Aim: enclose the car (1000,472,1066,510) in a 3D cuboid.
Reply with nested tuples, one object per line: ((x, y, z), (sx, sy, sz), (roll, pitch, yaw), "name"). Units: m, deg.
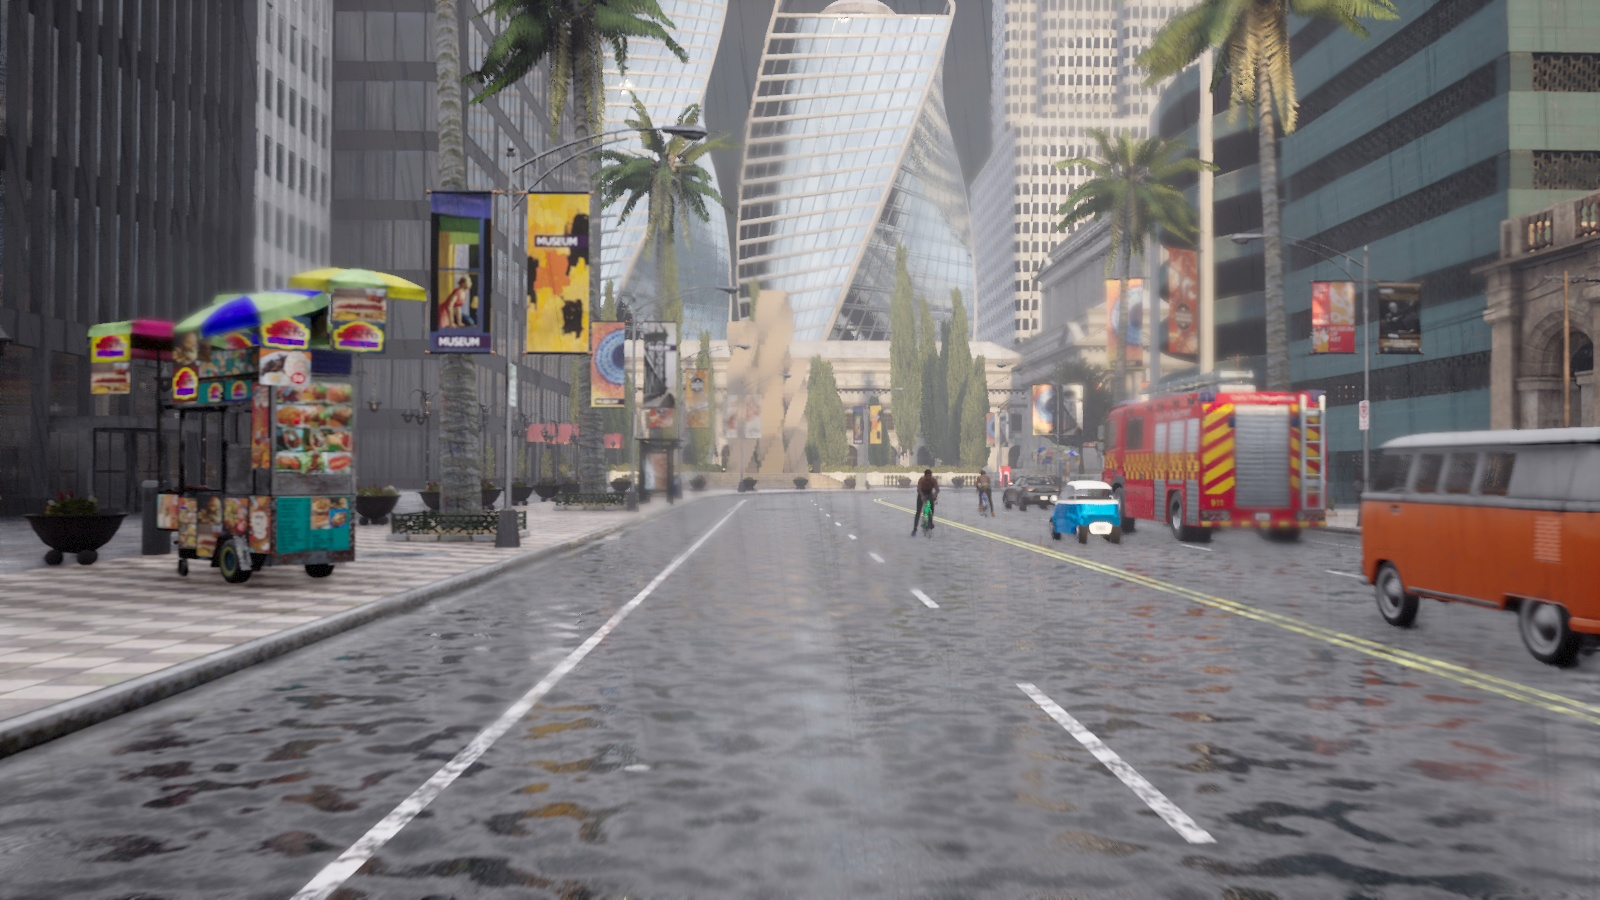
((9.677, 1.678, 52.393), (1.816, 1.474, 4.193), (0, -1, -3), "car")

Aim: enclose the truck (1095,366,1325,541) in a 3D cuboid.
((10.000, 0.149, 31.842), (2.891, 3.827, 8.468), (0, -1, -1), "truck")

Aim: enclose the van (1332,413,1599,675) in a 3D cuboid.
((6.866, 0.741, 11.783), (1.775, 1.987, 4.442), (0, -1, -1), "van")

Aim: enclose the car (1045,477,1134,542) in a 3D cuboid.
((6.561, 1.330, 28.671), (1.481, 1.376, 2.207), (0, -1, -1), "car")

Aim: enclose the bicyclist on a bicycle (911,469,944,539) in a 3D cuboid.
((3.045, 1.264, 30.014), (0.582, 1.620, 1.656), (0, -1, -1), "bicyclist on a bicycle")
